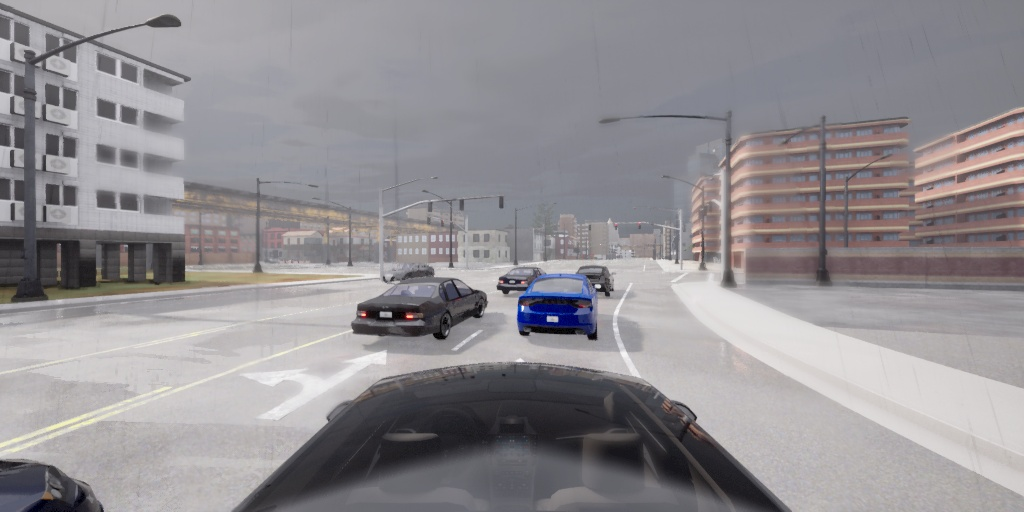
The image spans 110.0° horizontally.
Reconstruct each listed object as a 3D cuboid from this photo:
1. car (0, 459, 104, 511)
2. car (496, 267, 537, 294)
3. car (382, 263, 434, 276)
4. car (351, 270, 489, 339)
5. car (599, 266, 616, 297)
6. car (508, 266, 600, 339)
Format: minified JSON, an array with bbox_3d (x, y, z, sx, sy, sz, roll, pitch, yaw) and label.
[{"bbox_3d":[-3.229,1.314,0.207,1.994,1.385,4.181,0,0,-1],"label":"car"},{"bbox_3d":[0.875,1.297,19.709,2.033,1.411,5.357,0,0,20],"label":"car"},{"bbox_3d":[-7.725,1.278,27.138,2.128,1.511,4.902,0,0,21],"label":"car"},{"bbox_3d":[-2.188,1.297,10.115,2.033,1.411,5.357,0,0,12],"label":"car"},{"bbox_3d":[4.392,1.255,19.157,1.837,1.490,4.892,0,0,19],"label":"car"},{"bbox_3d":[1.473,1.228,10.232,1.882,1.535,5.008,0,0,14],"label":"car"}]
